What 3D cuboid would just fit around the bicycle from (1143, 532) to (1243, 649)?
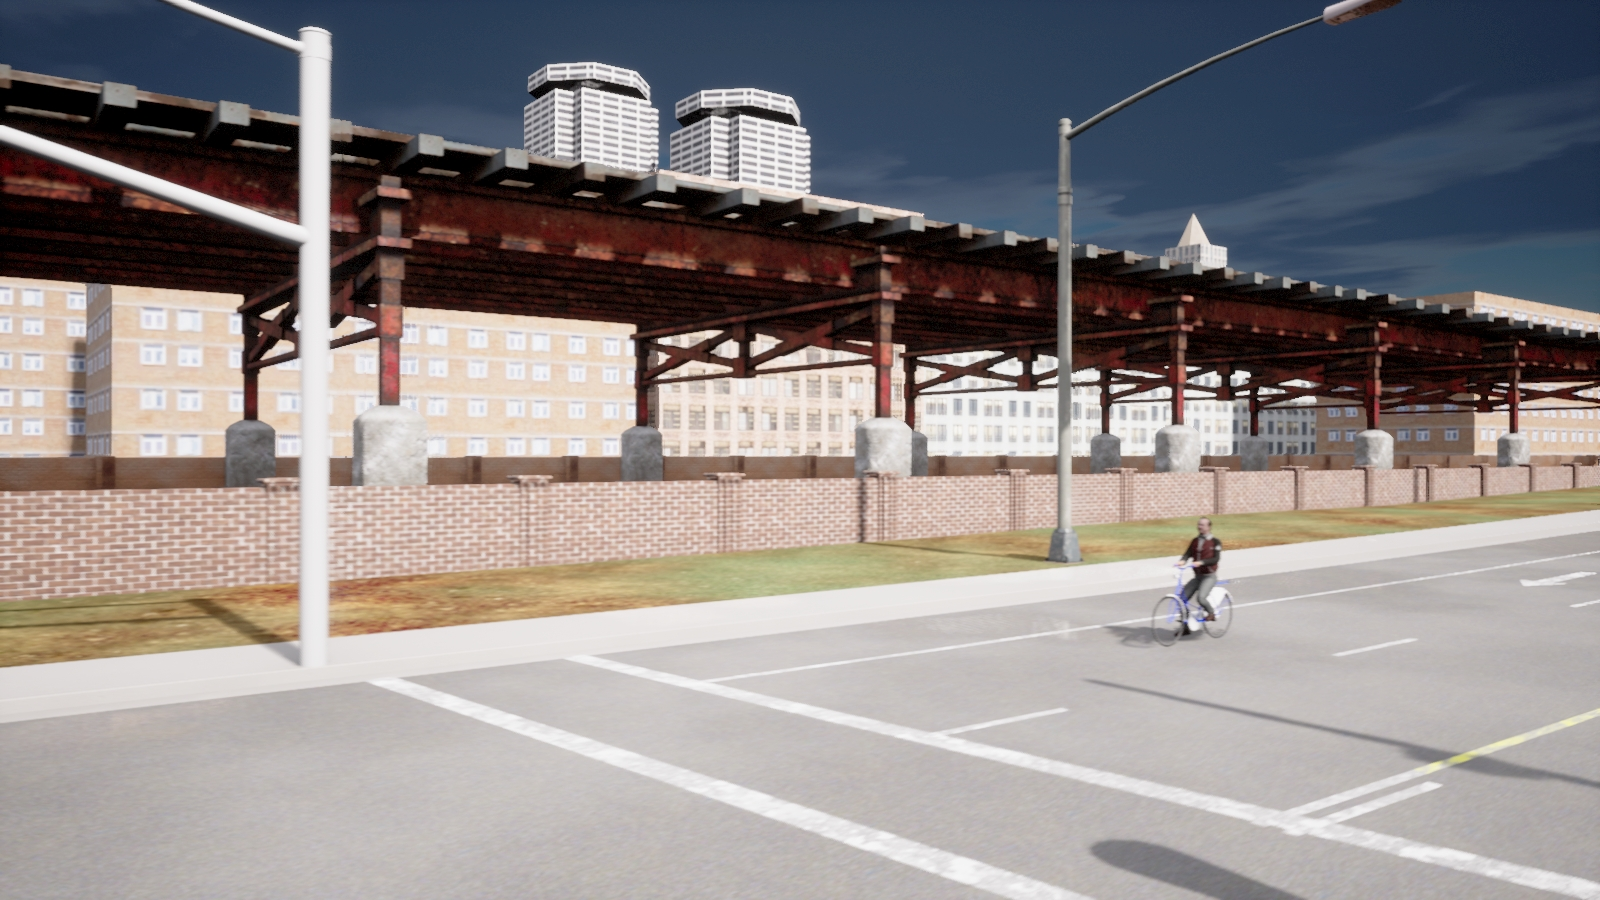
[{"bbox_3d":[5.604,1.964,16.242,1.835,1.496,0.329,0,0,-35],"label":"bicycle"}]
